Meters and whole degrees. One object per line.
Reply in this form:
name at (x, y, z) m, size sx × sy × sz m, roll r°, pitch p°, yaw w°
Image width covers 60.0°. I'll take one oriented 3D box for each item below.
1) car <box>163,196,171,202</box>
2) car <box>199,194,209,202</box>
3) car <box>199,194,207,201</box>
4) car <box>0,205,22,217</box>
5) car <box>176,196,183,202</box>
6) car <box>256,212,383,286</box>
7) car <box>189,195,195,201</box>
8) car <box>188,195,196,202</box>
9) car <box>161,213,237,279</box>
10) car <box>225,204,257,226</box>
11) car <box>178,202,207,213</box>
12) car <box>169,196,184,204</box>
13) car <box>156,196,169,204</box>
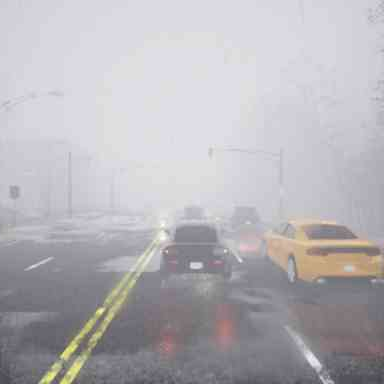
car at (-6.508, 1.844, 86.551) m, size 1.882 × 1.535 × 5.008 m, roll 0°, pitch 0°, yaw 0°
car at (3.239, 1.897, 84.829) m, size 2.033 × 1.411 × 5.357 m, roll 0°, pitch 0°, yaw 0°
car at (3.239, 1.596, 95.219) m, size 2.097 × 1.767 × 4.553 m, roll 0°, pitch 0°, yaw 0°
car at (-19.957, 1.972, 34.391) m, size 4.313 × 1.339 × 1.947 m, roll -1°, pitch 1°, yaw 0°
car at (-3.258, 1.891, 86.552) m, size 1.812 × 1.442 × 4.674 m, roll 0°, pitch 0°, yaw 0°
car at (3.351, 1.521, 9.559) m, size 1.882 × 1.535 × 5.008 m, roll 0°, pitch -1°, yaw 0°
car at (-0.011, 1.719, 95.248) m, size 1.882 × 1.535 × 5.008 m, roll 0°, pitch 0°, yaw 0°
car at (-0.011, 1.956, 85.275) m, size 1.895 × 1.301 × 4.718 m, roll 0°, pitch 0°, yaw 0°
car at (0.099, 1.572, 10.102) m, size 1.812 × 1.442 × 4.674 m, roll 0°, pitch 0°, yaw 0°
car at (3.349, 1.603, 22.278) m, size 1.837 × 1.490 × 4.892 m, roll 0°, pitch -1°, yaw 0°
car at (0.063, 1.628, 22.890) m, size 1.812 × 1.442 × 4.674 m, roll 0°, pitch 0°, yaw -2°
car at (-3.257, 1.833, 70.961) m, size 1.812 × 1.442 × 4.674 m, roll 0°, pitch 0°, yaw 0°
car at (-6.507, 1.786, 70.961) m, size 1.882 × 1.535 × 5.008 m, roll 0°, pitch 0°, yaw 0°
